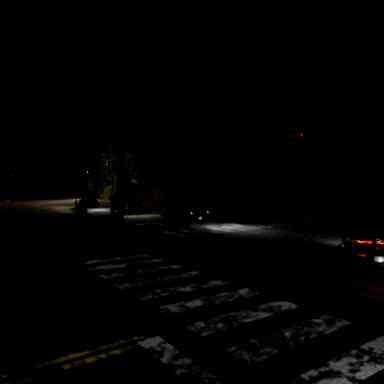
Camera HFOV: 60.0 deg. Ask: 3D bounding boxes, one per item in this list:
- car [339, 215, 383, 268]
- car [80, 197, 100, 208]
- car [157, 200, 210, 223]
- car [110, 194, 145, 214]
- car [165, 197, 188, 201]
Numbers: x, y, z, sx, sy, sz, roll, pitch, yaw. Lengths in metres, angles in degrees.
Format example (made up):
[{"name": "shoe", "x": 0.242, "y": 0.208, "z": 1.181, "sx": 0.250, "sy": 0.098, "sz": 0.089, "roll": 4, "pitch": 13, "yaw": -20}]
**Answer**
[{"name": "car", "x": 5.957, "y": 1.526, "z": 10.995, "sx": 1.837, "sy": 1.490, "sz": 4.892, "roll": 0, "pitch": 0, "yaw": 24}, {"name": "car", "x": -14.686, "y": 1.488, "z": 47.593, "sx": 2.128, "sy": 1.511, "sz": 4.902, "roll": -1, "pitch": 1, "yaw": -33}, {"name": "car", "x": -0.620, "y": 1.582, "z": 25.910, "sx": 1.895, "sy": 1.301, "sz": 4.718, "roll": -1, "pitch": 1, "yaw": -34}, {"name": "car", "x": -7.107, "y": 1.212, "z": 35.861, "sx": 2.150, "sy": 2.045, "sz": 5.566, "roll": -1, "pitch": 1, "yaw": -33}, {"name": "car", "x": -1.833, "y": 1.272, "z": 34.062, "sx": 2.097, "sy": 1.767, "sz": 4.553, "roll": -1, "pitch": 1, "yaw": -33}]
